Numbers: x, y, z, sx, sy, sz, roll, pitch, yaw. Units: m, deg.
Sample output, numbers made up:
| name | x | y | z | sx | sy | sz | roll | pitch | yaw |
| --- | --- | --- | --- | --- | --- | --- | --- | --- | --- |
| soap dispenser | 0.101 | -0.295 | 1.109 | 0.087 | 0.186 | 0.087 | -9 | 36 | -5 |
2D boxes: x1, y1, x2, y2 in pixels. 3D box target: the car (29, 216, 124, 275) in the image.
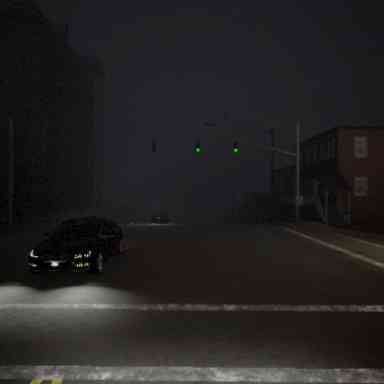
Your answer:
| name | x | y | z | sx | sy | sz | roll | pitch | yaw |
| --- | --- | --- | --- | --- | --- | --- | --- | --- | --- |
| car | -3.493 | 1.597 | 10.904 | 1.837 | 1.490 | 4.892 | 0 | 0 | 0 |

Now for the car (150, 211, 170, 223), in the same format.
| name | x | y | z | sx | sy | sz | roll | pitch | yaw |
| --- | --- | --- | --- | --- | --- | --- | --- | --- | --- |
| car | -3.464 | 2.838 | 36.929 | 2.128 | 1.511 | 4.902 | 0 | -9 | 0 |
